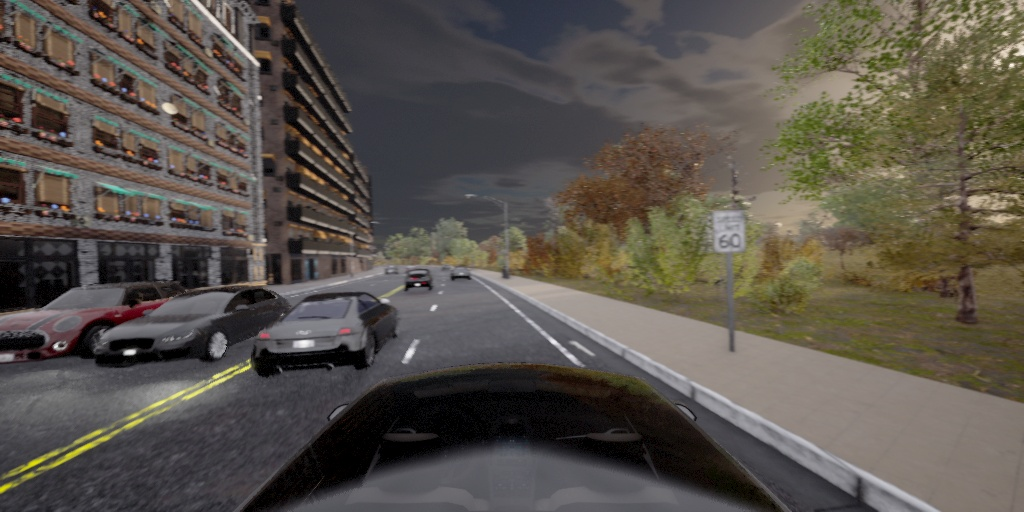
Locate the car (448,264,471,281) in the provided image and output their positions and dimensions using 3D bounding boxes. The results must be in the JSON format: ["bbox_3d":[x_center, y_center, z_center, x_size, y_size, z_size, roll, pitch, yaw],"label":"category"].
[{"bbox_3d":[-5.436,1.779,37.736,1.994,1.385,4.181,-2,0,-11],"label":"car"}]

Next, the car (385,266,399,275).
[{"bbox_3d":[-20.086,2.383,59.945,2.128,1.511,4.902,-2,0,-12],"label":"car"}]

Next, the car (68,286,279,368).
[{"bbox_3d":[-7.461,1.572,9.071,1.837,1.490,4.892,-2,0,-8],"label":"car"}]

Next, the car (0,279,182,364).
[{"bbox_3d":[-10.832,1.541,9.631,2.097,1.767,4.553,-2,0,-8],"label":"car"}]

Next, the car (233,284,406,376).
[{"bbox_3d":[-3.841,1.498,8.116,1.994,1.385,4.181,-2,0,-8],"label":"car"}]

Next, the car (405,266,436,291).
[{"bbox_3d":[-6.657,1.675,26.086,1.837,1.490,4.892,-2,0,-10],"label":"car"}]
